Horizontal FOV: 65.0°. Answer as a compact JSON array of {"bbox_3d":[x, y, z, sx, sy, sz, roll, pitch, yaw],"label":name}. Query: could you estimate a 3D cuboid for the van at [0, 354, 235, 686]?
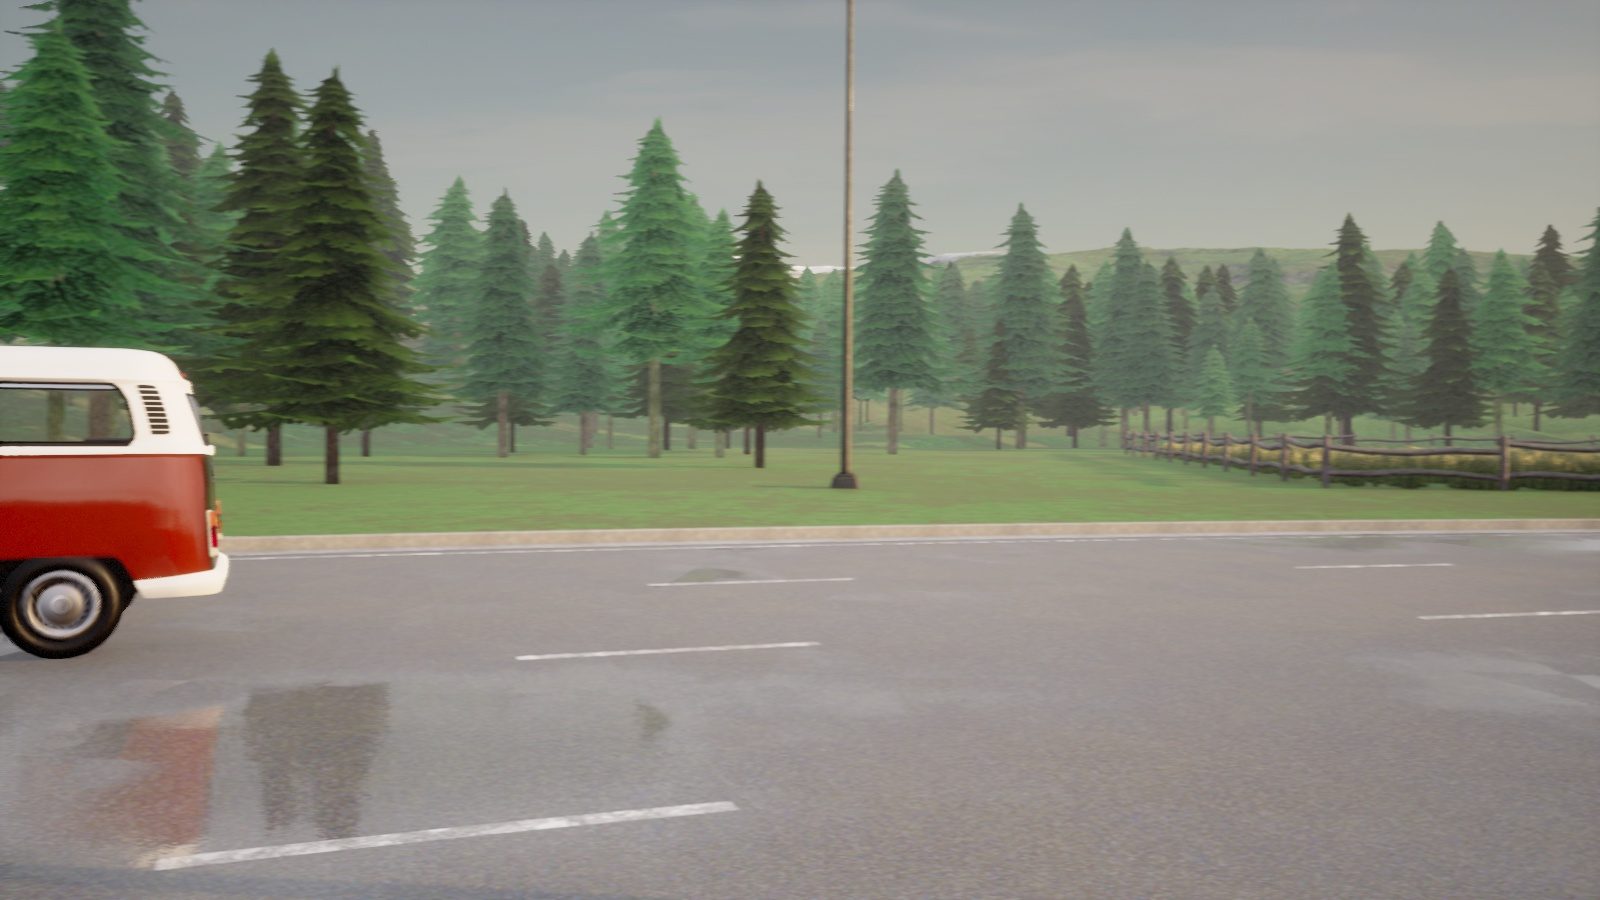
[{"bbox_3d":[-6.203,0.441,8.272,4.480,2.038,2.069,-1,1,-24],"label":"van"}]
